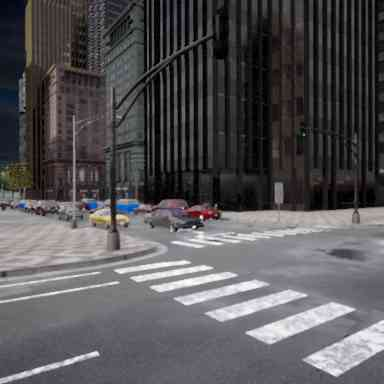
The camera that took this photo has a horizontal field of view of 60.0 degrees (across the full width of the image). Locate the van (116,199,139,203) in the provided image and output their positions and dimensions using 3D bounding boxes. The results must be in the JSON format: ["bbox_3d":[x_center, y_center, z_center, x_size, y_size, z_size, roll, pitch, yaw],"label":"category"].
[{"bbox_3d":[-8.110,1.826,42.013,1.690,1.788,3.998,-1,0,-35],"label":"van"}]

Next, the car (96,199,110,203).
[{"bbox_3d":[-11.054,1.869,46.161,2.192,1.841,5.009,-1,0,-35],"label":"car"}]

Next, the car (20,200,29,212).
[{"bbox_3d":[-23.222,2.154,48.520,1.967,1.590,4.097,-1,0,-35],"label":"car"}]

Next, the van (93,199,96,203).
[{"bbox_3d":[-16.941,2.031,54.459,1.690,1.788,3.998,-1,0,-35],"label":"van"}]

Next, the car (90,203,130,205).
[{"bbox_3d":[-8.015,1.999,31.756,1.895,1.301,4.718,0,-1,-35],"label":"car"}]

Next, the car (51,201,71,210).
[{"bbox_3d":[-22.923,2.335,58.062,2.033,1.411,5.357,0,-1,-35],"label":"car"}]

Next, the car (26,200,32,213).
[{"bbox_3d":[-20.388,2.193,44.539,1.887,1.381,4.507,-1,0,-35],"label":"car"}]

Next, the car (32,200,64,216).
[{"bbox_3d":[-17.561,1.897,40.558,2.192,1.841,5.009,-1,0,-35],"label":"car"}]

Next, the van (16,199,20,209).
[{"bbox_3d":[-26.056,2.120,52.502,1.690,1.788,3.998,-1,0,-35],"label":"van"}]

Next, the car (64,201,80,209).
[{"bbox_3d":[-22.567,2.401,62.311,1.802,1.307,4.206,-1,0,-35],"label":"car"}]

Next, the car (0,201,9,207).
[{"bbox_3d":[-44.286,2.768,78.138,1.802,1.307,4.206,-1,0,-35],"label":"car"}]

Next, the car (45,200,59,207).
[{"bbox_3d":[-31.612,2.589,75.028,1.947,1.339,4.313,-1,0,-35],"label":"car"}]

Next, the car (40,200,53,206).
[{"bbox_3d":[-34.628,2.654,79.269,1.947,1.339,4.313,-1,0,-35],"label":"car"}]

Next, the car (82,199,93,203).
[{"bbox_3d":[-16.873,2.127,49.643,1.882,1.535,5.008,0,-1,-35],"label":"car"}]

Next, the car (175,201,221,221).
[{"bbox_3d":[0.727,1.822,29.566,1.887,1.381,4.507,-1,0,-35],"label":"car"}]

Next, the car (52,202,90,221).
[{"bbox_3d":[-11.892,2.001,32.595,2.008,1.369,4.403,-1,0,-35],"label":"car"}]

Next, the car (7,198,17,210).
[{"bbox_3d":[-31.821,2.351,60.610,1.967,1.590,4.097,-1,0,-35],"label":"car"}]

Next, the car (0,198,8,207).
[{"bbox_3d":[-41.170,2.664,73.757,1.887,1.381,4.507,-1,0,-35],"label":"car"}]

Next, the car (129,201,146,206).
[{"bbox_3d":[-5.160,1.998,37.864,1.802,1.307,4.206,-1,0,-35],"label":"car"}]

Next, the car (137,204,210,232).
[{"bbox_3d":[-1.421,1.790,22.482,2.033,1.411,5.357,0,-1,-36],"label":"car"}]

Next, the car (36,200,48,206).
[{"bbox_3d":[-37.643,2.704,83.507,2.008,1.369,4.403,-1,0,-35],"label":"car"}]

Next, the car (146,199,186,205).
[{"bbox_3d":[-2.222,1.662,33.715,2.192,1.841,5.009,-1,0,-35],"label":"car"}]

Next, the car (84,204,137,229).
[{"bbox_3d":[-6.130,1.840,24.494,1.752,1.417,4.829,-1,0,-35],"label":"car"}]
